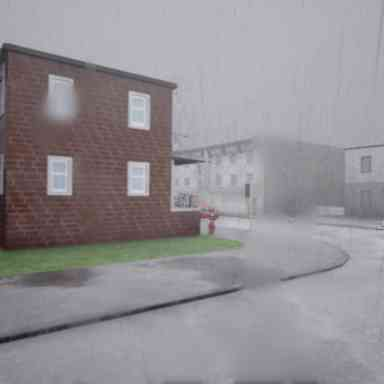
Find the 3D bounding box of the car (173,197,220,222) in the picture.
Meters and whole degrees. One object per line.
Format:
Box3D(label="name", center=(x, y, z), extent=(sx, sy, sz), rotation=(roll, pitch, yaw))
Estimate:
Box3D(label="car", center=(0.042, 1.434, 28.722), extent=(2.150, 2.045, 5.566), rotation=(1, 0, -36))
